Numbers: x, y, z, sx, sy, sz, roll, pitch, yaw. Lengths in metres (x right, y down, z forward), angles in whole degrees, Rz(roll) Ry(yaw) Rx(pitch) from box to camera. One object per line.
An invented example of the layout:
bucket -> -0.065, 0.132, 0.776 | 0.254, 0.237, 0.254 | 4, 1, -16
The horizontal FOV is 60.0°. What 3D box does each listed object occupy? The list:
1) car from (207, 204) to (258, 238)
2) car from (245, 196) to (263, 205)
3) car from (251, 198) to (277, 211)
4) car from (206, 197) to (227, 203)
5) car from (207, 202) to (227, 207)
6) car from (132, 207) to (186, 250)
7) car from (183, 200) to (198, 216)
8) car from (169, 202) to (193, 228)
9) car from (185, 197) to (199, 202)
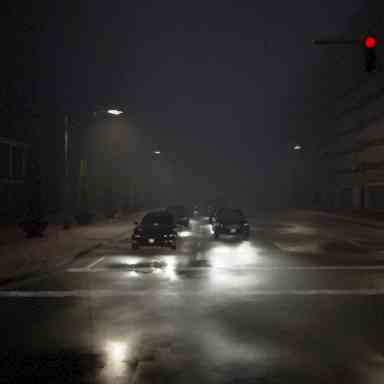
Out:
car -> 2.137, 1.673, 18.933 | 2.128, 1.511, 4.902 | -1, -1, 2
car -> 10.645, 1.746, 58.106 | 2.150, 2.045, 5.566 | -1, -1, 2
car -> 10.332, 1.957, 47.909 | 2.033, 1.411, 5.357 | -1, -1, 3
car -> 2.847, 1.622, 38.497 | 2.150, 2.045, 5.566 | -1, 0, 2
car -> 2.470, 1.846, 27.825 | 1.994, 1.385, 4.181 | -1, -1, 3
car -> -1.497, 1.697, 15.516 | 1.837, 1.490, 4.892 | -1, -1, 2
car -> -0.761, 1.910, 35.564 | 2.128, 1.511, 4.902 | -1, -1, 2
car -> -1.150, 1.775, 24.894 | 1.882, 1.535, 5.008 | -1, -1, 2
car -> -0.133, 1.817, 51.033 | 2.150, 2.045, 5.566 | -1, -1, 2
